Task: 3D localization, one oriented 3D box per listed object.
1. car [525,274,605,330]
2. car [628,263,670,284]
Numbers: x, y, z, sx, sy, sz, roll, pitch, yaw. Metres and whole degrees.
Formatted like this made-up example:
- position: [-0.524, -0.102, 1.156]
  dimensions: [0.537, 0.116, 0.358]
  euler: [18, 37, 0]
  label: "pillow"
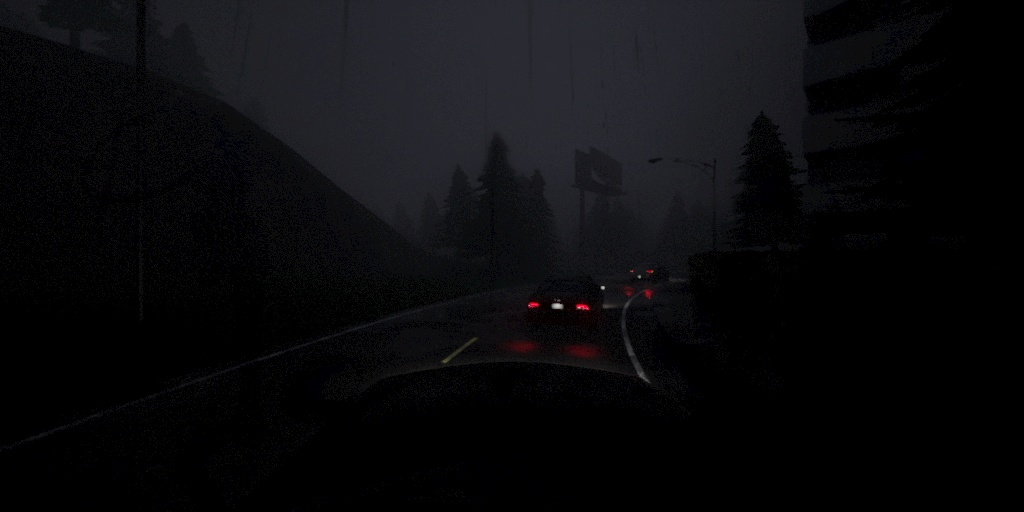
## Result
- position: [1.813, 1.267, 11.144]
  dimensions: [2.033, 1.411, 5.357]
  euler: [0, 0, 16]
  label: "car"
- position: [10.216, 1.202, 26.554]
  dimensions: [1.812, 1.442, 4.674]
  euler: [0, 0, 38]
  label: "car"
